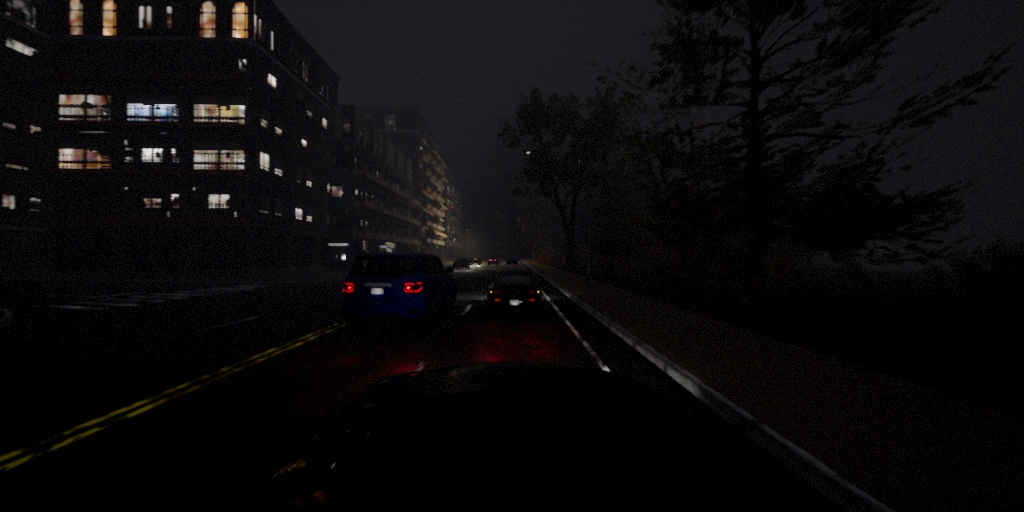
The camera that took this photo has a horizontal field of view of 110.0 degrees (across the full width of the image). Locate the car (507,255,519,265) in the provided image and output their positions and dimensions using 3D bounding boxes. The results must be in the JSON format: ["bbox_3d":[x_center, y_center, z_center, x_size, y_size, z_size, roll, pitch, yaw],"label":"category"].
[{"bbox_3d":[0.008,0.869,62.792,1.882,1.535,5.008,0,0,0],"label":"car"}]

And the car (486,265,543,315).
[{"bbox_3d":[0.090,1.208,13.029,1.812,1.442,4.674,0,0,0],"label":"car"}]

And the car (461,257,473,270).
[{"bbox_3d":[-6.571,0.990,46.746,1.837,1.490,4.892,0,0,0],"label":"car"}]

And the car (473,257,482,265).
[{"bbox_3d":[-6.509,0.874,64.396,2.128,1.511,4.902,0,0,0],"label":"car"}]

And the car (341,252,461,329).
[{"bbox_3d":[-3.165,0.914,11.134,2.150,2.045,5.566,0,0,0],"label":"car"}]

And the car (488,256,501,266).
[{"bbox_3d":[-3.242,0.883,62.793,2.128,1.511,4.902,0,0,0],"label":"car"}]

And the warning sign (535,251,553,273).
[{"bbox_3d":[2.855,0.676,33.559,1.300,1.860,1.060,0,0,0],"label":"warning sign"}]
